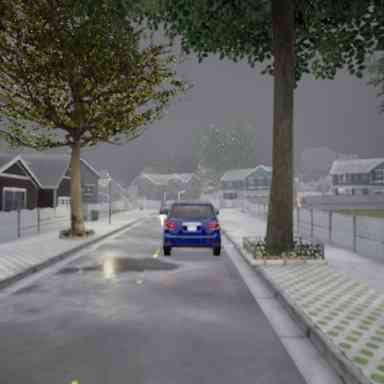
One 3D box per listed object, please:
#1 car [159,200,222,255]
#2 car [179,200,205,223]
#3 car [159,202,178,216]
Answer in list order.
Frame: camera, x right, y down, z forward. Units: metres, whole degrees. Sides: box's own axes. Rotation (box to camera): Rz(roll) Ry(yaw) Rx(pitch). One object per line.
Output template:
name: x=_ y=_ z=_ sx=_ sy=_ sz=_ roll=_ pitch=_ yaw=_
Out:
car: x=0.004 y=1.359 z=14.015 sx=2.150 sy=2.045 sz=5.566 roll=0 pitch=0 yaw=0
car: x=0.010 y=1.653 z=29.084 sx=2.097 sy=1.767 sz=4.553 roll=0 pitch=-1 yaw=0
car: x=-2.744 y=1.978 z=39.430 sx=1.994 sy=1.385 sz=4.181 roll=0 pitch=-1 yaw=0
